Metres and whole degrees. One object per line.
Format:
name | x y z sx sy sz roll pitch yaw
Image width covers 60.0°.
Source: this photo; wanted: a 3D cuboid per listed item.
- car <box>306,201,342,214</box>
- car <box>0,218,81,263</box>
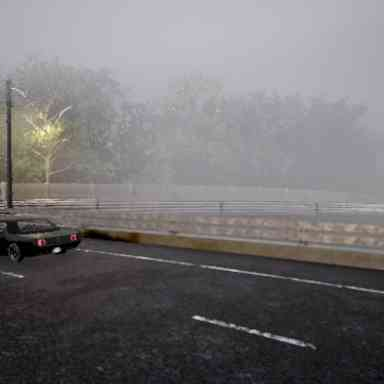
car | 15.979 1.861 40.400 4.892 1.490 1.837 3 -1 -23
car | -6.238 1.559 11.707 4.718 1.301 1.895 0 0 30
